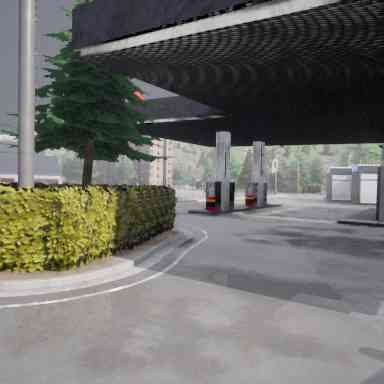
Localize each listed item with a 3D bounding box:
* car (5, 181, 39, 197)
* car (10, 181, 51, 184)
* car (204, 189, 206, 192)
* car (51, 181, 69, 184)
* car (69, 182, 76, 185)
[{"bbox_3d":[-21.761,-0.462,42.419,4.605,1.855,1.932,2,2,35],"label":"car"},{"bbox_3d":[-17.227,-0.176,35.202,3.866,1.878,1.905,2,2,35],"label":"car"},{"bbox_3d":[4.886,-0.326,65.595,5.027,1.636,2.152,2,2,35],"label":"car"},{"bbox_3d":[-26.777,-1.255,65.446,3.866,1.878,1.905,2,2,35],"label":"car"},{"bbox_3d":[-25.440,-1.281,68.058,4.605,1.855,1.932,2,2,35],"label":"car"}]
